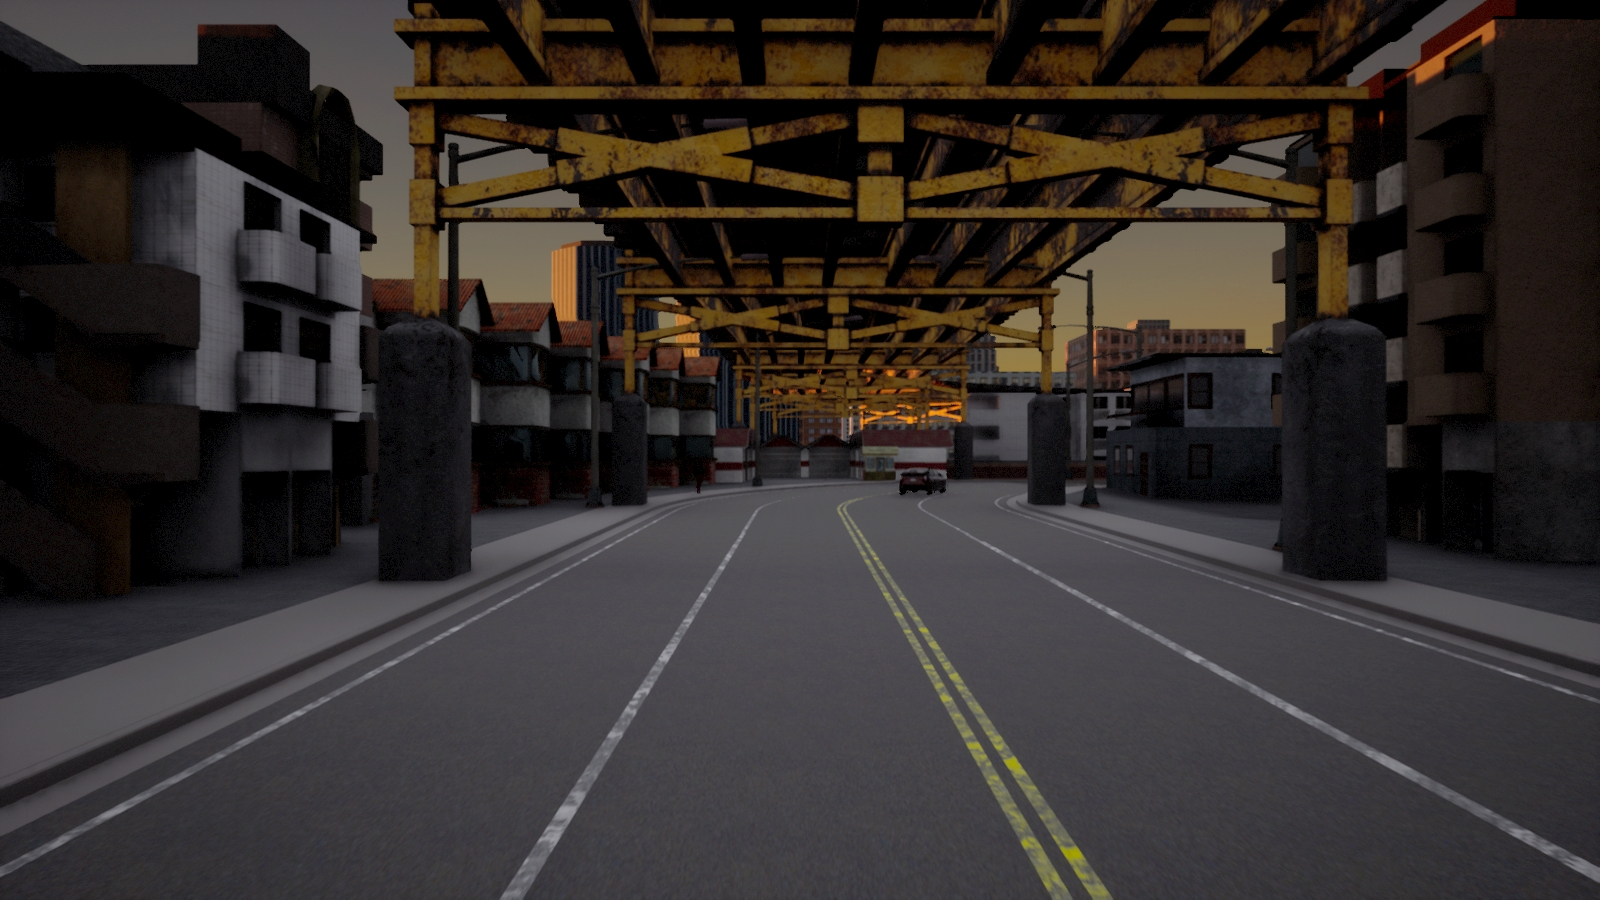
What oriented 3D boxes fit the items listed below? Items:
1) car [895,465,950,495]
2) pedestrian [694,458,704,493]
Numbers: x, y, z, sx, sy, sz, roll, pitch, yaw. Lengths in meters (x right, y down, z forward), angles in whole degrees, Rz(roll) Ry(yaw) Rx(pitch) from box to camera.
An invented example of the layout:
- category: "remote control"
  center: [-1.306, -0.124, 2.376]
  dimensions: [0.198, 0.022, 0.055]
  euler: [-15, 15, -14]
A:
- category: "car"
  center: [6.872, 1.656, 63.715]
  dimensions: [2.007, 1.525, 4.514]
  euler: [0, 0, 21]
- category: "pedestrian"
  center: [-5.372, 1.367, 60.642]
  dimensions: [0.375, 1.860, 0.375]
  euler: [0, 0, 22]
